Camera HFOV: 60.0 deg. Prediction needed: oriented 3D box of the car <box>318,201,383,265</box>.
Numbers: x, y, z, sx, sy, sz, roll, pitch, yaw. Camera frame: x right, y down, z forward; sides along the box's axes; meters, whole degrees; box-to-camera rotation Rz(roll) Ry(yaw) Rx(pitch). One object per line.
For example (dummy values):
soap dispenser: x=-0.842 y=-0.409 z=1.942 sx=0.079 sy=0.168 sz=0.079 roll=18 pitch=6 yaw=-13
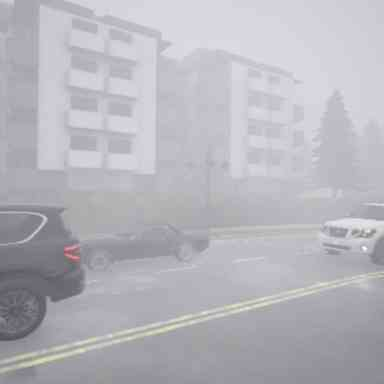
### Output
car: x=7.363 y=1.383 z=12.472 sx=5.566 sy=2.045 sz=2.150 roll=1 pitch=0 yaw=-26

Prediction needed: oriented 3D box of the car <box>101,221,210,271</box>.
car: x=-1.814 y=1.654 z=11.002 sx=4.718 sy=1.301 sz=1.895 roll=1 pitch=0 yaw=-32

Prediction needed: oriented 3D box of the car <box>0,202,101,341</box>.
car: x=-4.514 y=1.200 z=5.050 sx=5.566 sy=2.045 sz=2.150 roll=0 pitch=0 yaw=-34
